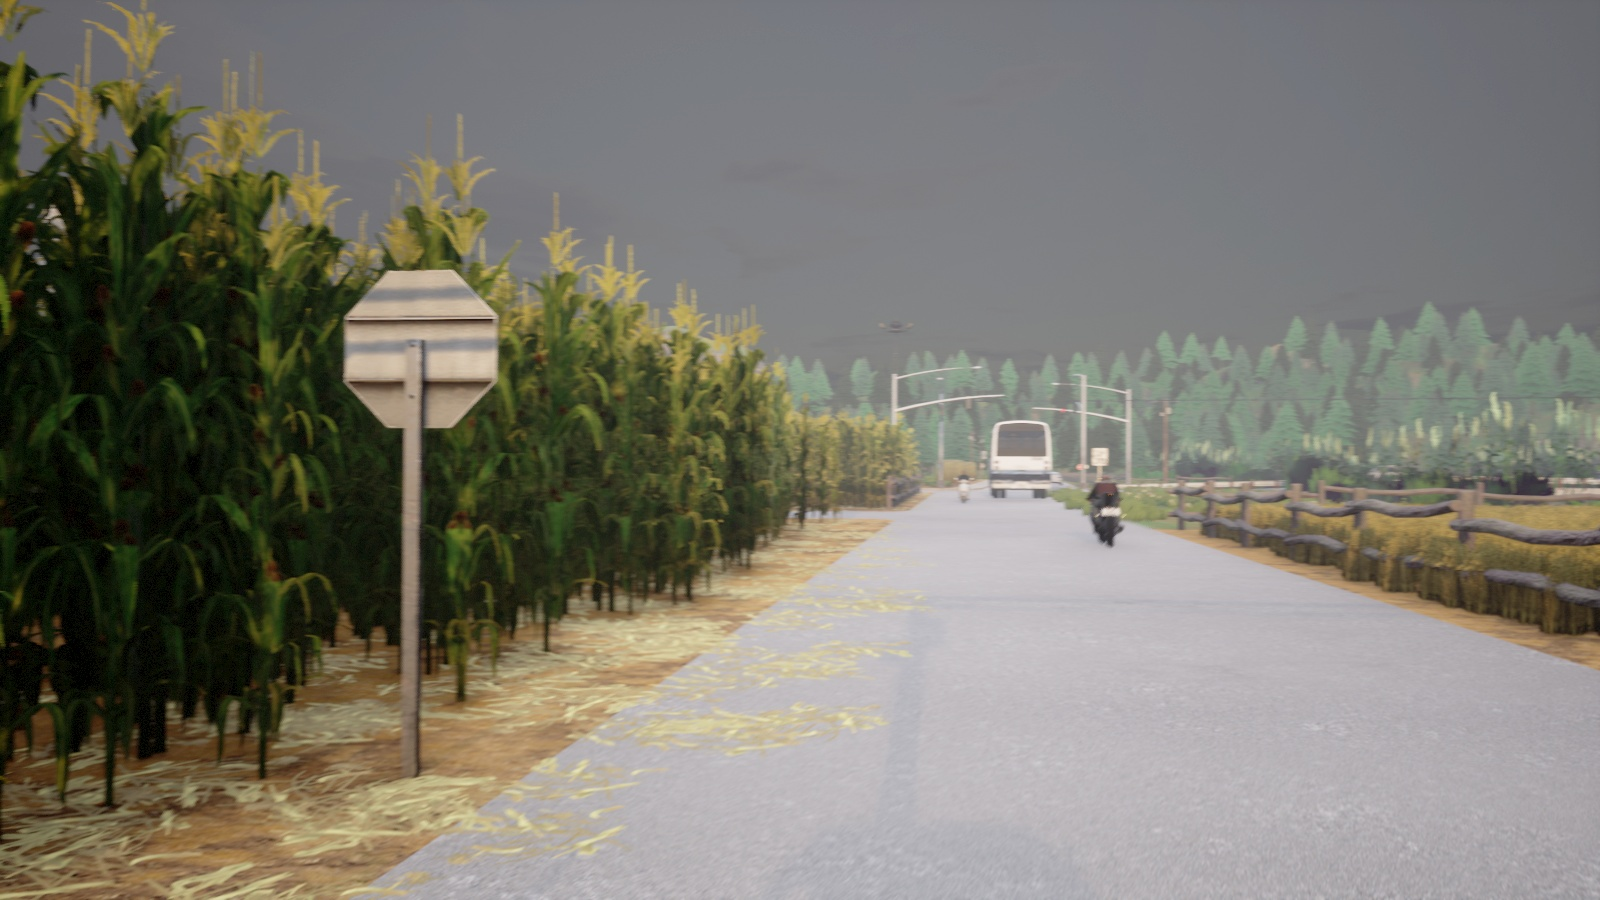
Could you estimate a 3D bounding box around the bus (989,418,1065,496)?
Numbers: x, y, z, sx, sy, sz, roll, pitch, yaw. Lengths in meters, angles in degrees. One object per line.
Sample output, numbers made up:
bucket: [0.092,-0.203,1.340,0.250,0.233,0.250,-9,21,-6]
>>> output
bus: [13.190,0.566,73.918,3.944,4.253,10.273,0,-2,8]

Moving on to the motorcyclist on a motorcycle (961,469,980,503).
motorcyclist on a motorcycle: [8.051,1.676,59.352,0.866,1.590,1.817,0,-1,8]

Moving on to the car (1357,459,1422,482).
car: [41.384,1.456,88.233,3.806,1.475,1.970,-2,-1,15]

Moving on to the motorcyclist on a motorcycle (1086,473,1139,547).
motorcyclist on a motorcycle: [6.713,1.259,27.046,0.866,1.530,2.191,0,-1,8]
